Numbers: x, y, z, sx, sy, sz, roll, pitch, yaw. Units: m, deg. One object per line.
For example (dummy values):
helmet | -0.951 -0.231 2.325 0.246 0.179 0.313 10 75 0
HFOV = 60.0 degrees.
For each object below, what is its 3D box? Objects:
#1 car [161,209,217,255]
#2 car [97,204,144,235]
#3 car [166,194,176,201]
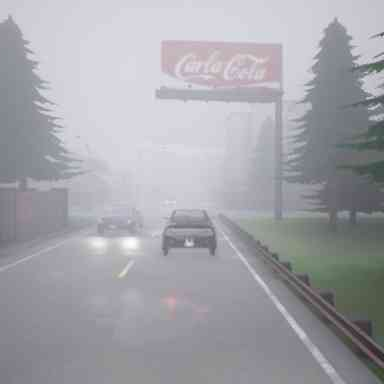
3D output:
car | -0.090 1.386 12.740 2.128 1.511 4.902 0 0 0
car | -3.732 1.376 18.054 1.812 1.442 4.674 0 0 0
car | -4.179 1.048 67.176 1.895 1.301 4.718 0 1 -1
